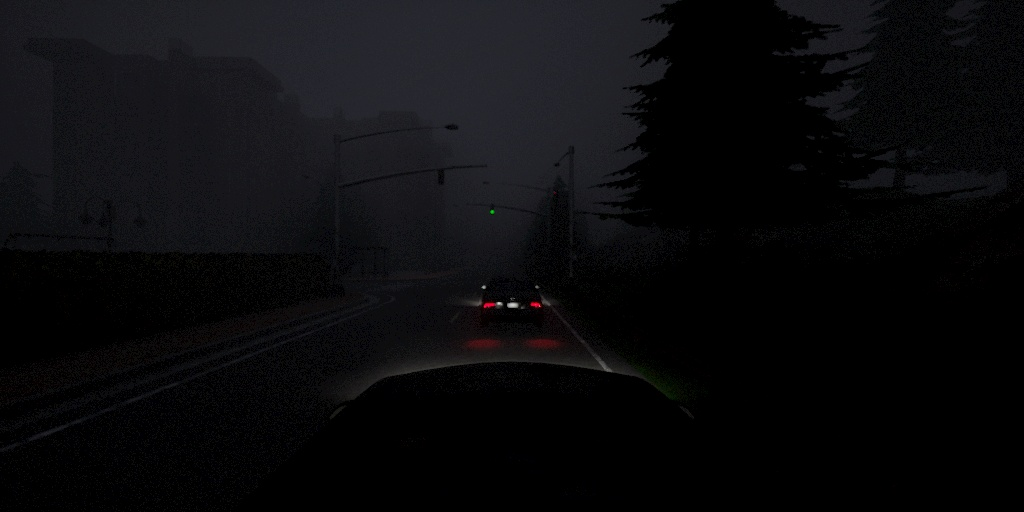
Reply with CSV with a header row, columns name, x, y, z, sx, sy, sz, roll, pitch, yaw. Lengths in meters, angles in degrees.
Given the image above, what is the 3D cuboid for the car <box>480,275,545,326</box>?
name,x,y,z,sx,sy,sz,roll,pitch,yaw
car,-0.034,1.332,11.791,2.033,1.411,5.357,0,0,-1
